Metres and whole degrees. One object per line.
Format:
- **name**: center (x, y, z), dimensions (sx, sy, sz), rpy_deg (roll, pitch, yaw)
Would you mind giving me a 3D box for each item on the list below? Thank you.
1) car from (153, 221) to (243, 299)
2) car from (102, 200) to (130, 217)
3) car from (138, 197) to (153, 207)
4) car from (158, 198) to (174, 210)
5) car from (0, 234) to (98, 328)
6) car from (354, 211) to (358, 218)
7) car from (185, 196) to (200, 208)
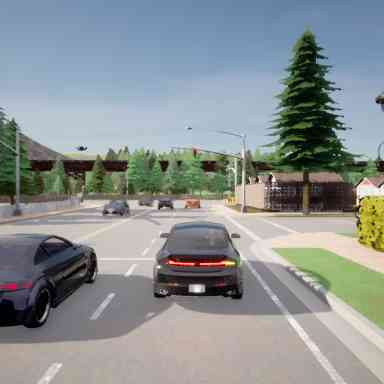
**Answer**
- **car**: center (0.193, 1.505, 8.465), dimensions (1.837, 1.490, 4.892), rpy_deg (0, 0, 2)
- **car**: center (-7.105, 1.491, 31.581), dimensions (2.128, 1.511, 4.902), rpy_deg (0, 0, 0)
- **car**: center (-7.014, 1.561, 50.738), dimensions (1.837, 1.490, 4.892), rpy_deg (0, 0, 0)
- **car**: center (-3.411, 1.505, 43.737), dimensions (1.837, 1.490, 4.892), rpy_deg (0, 0, 0)
- **car**: center (-3.420, 1.564, 6.979), dimensions (1.994, 1.385, 4.181), rpy_deg (0, 0, 0)
- **car**: center (14.853, 1.466, 25.050), dimensions (4.892, 1.490, 1.837), rpy_deg (0, 0, -1)
- **car**: center (0.115, 1.352, 47.614), dimensions (2.097, 1.767, 4.553), rpy_deg (0, 0, 0)
